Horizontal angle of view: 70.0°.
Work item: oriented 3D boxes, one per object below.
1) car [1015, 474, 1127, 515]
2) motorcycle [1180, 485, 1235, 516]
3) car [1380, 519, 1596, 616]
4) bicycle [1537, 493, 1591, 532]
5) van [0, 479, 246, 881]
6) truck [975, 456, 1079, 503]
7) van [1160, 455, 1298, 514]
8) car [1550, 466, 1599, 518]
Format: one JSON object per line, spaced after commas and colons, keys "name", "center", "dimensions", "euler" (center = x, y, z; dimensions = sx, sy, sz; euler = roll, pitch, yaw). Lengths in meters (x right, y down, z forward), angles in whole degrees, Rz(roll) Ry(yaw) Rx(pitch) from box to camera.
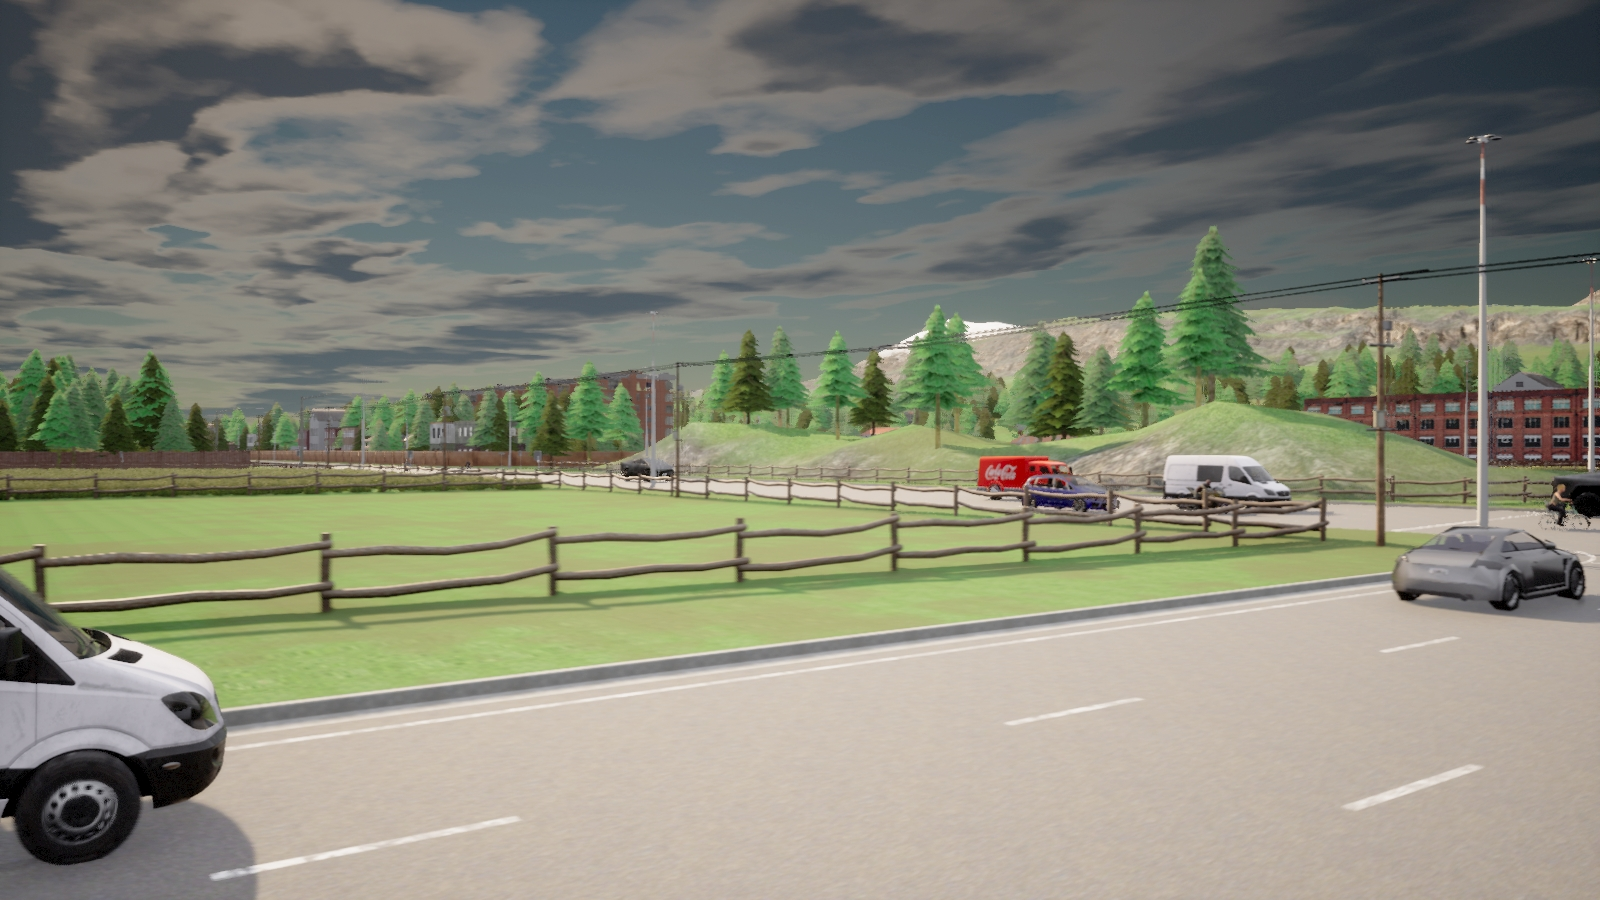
{"name": "car", "center": [12.296, 1.967, 52.116], "dimensions": [2.242, 1.667, 4.611], "euler": [0, 0, -36]}
{"name": "motorcycle", "center": [17.923, 2.205, 50.282], "dimensions": [0.867, 1.251, 2.209], "euler": [0, 0, -36]}
{"name": "car", "center": [12.950, 2.119, 21.434], "dimensions": [4.181, 1.385, 1.994], "euler": [0, 0, -36]}
{"name": "bicycle", "center": [26.556, 2.158, 39.718], "dimensions": [1.487, 1.276, 0.859], "euler": [0, -1, 37]}
{"name": "van", "center": [-7.023, 1.534, 7.422], "dimensions": [5.915, 2.561, 1.988], "euler": [0, 0, -35]}
{"name": "truck", "center": [12.548, 1.574, 63.361], "dimensions": [2.627, 2.467, 5.204], "euler": [0, 0, -38]}
{"name": "van", "center": [19.962, 1.534, 53.433], "dimensions": [1.988, 2.561, 5.915], "euler": [0, 0, -36]}
{"name": "car", "center": [34.861, 1.754, 47.277], "dimensions": [6.274, 2.098, 2.390], "euler": [0, 0, 30]}
